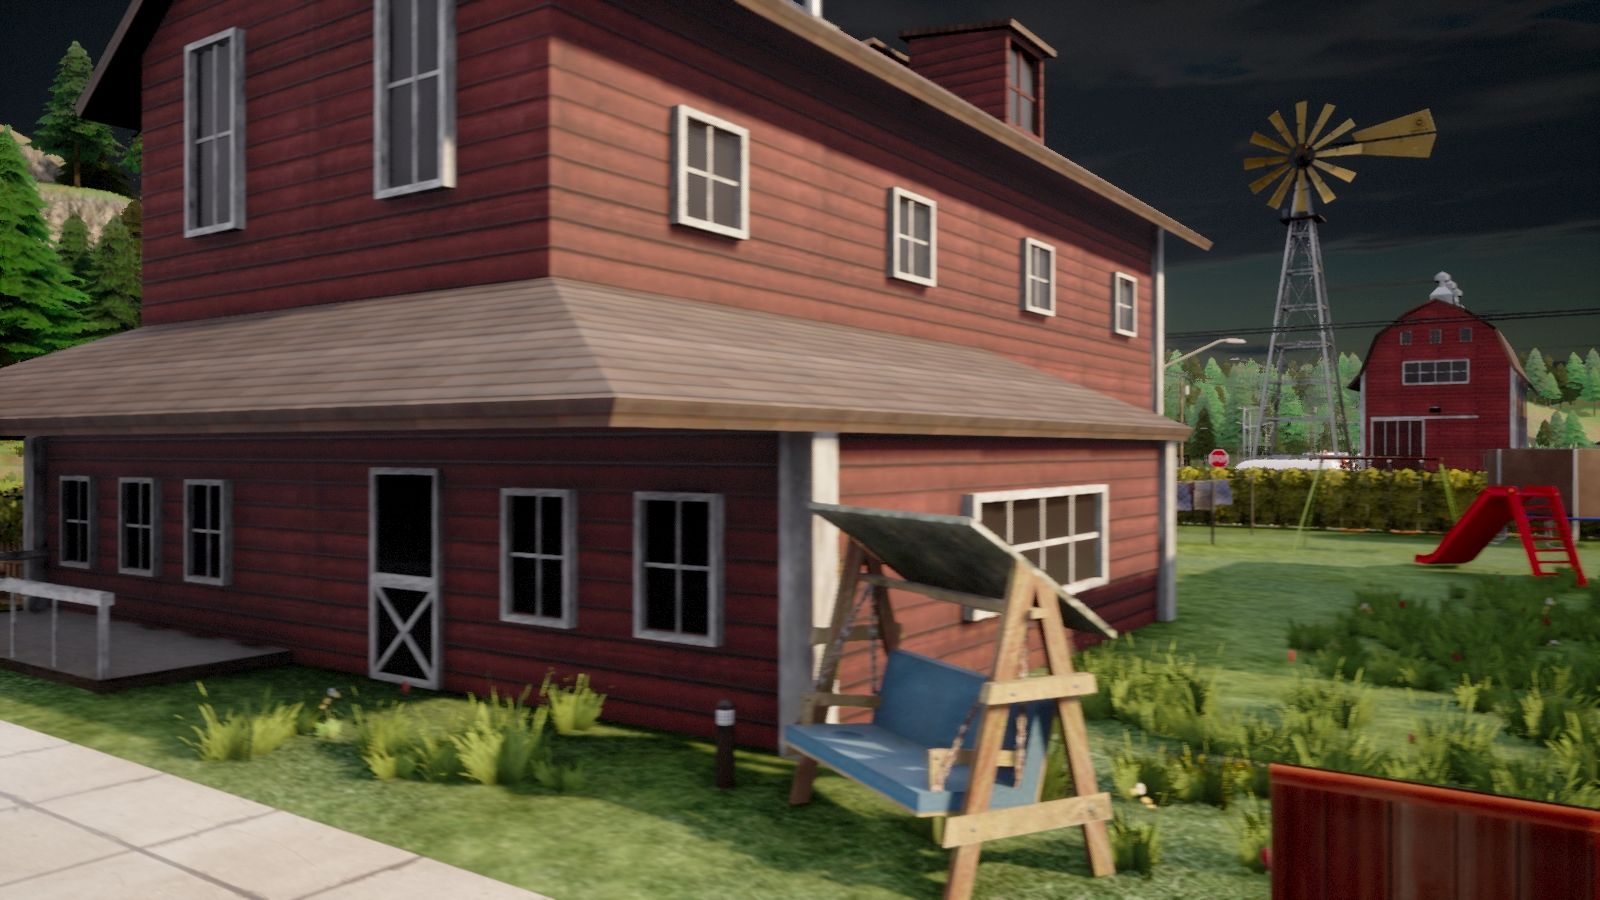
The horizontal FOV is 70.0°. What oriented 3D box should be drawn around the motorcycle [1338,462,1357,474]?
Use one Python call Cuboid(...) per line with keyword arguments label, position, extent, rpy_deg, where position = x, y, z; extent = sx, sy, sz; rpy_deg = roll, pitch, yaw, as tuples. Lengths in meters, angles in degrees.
Cuboid(label="motorcycle", position=(64.606, 2.140, 134.775), extent=(0.856, 1.316, 1.805), rpy_deg=(3, -2, -44))
